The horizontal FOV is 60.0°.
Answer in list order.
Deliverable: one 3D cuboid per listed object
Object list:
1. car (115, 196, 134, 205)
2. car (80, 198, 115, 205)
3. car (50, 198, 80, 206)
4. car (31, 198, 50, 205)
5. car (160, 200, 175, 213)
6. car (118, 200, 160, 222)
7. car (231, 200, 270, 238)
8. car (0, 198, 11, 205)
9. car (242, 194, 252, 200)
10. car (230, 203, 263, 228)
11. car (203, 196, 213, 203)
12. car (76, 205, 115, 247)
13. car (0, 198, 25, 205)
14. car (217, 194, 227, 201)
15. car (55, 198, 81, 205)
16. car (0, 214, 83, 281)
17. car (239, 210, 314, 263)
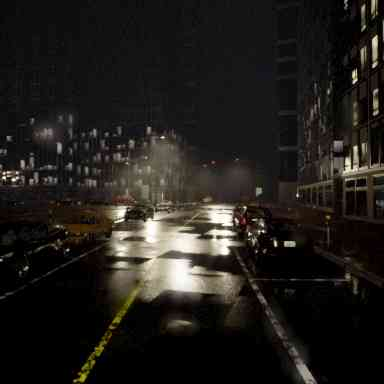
[{"bbox_3d":[-13.152,1.575,61.461,5.009,1.841,2.192,0,-1,15],"label":"car"},{"bbox_3d":[-15.232,1.675,53.857,4.313,1.339,1.947,0,-1,15],"label":"car"},{"bbox_3d":[-20.624,1.695,55.338,4.403,1.369,2.008,0,-1,15],"label":"car"},{"bbox_3d":[-29.499,1.893,65.947,4.829,1.417,1.752,0,-1,15],"label":"car"},{"bbox_3d":[-2.983,1.595,37.153,2.008,1.369,4.403,1,0,7],"label":"car"},{"bbox_3d":[-4.114,1.578,26.396,2.008,1.369,4.403,1,0,5],"label":"car"},{"bbox_3d":[3.275,1.449,17.583,1.967,1.590,4.097,1,0,4],"label":"car"},{"bbox_3d":[-40.125,1.989,68.866,4.403,1.369,2.008,0,-1,15],"label":"car"},{"bbox_3d":[12.603,1.440,76.045,2.192,1.841,5.009,1,0,15],"label":"car"},{"bbox_3d":[3.666,1.557,23.212,1.887,1.381,4.507,1,0,5],"label":"car"},{"bbox_3d":[3.602,1.675,73.806,1.752,1.417,4.829,1,0,14],"label":"car"},{"bbox_3d":[-4.884,1.540,15.297,1.752,1.417,4.829,1,0,3],"label":"car"},{"bbox_3d":[-31.408,1.767,58.301,4.403,1.369,2.008,0,-1,15],"label":"car"},{"bbox_3d":[8.166,1.530,89.895,2.192,1.841,5.009,1,0,16],"label":"car"},{"bbox_3d":[-23.941,1.882,64.420,4.403,1.369,2.008,0,-1,15],"label":"car"},{"bbox_3d":[-5.116,1.574,9.973,1.947,1.339,4.313,1,0,2],"label":"car"},{"bbox_3d":[2.981,1.571,11.903,1.947,1.339,4.313,1,0,2],"label":"car"}]
